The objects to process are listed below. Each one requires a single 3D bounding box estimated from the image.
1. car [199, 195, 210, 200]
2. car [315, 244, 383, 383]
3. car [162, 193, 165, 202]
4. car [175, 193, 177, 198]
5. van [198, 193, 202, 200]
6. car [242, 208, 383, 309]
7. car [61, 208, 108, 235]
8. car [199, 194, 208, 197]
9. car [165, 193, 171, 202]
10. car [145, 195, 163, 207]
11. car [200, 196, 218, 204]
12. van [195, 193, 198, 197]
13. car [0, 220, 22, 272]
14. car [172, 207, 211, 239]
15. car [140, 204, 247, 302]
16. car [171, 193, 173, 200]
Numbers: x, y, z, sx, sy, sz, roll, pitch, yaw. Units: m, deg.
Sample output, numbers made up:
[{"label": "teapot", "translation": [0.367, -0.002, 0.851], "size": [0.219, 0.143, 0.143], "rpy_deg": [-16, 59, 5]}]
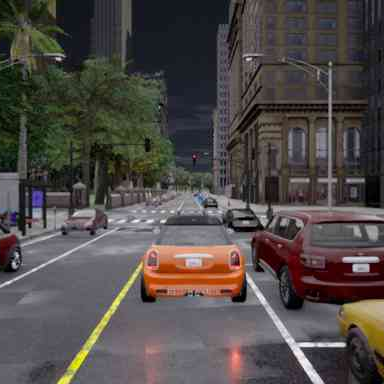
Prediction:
[{"label": "car", "translation": [2.516, 1.533, 50.478], "size": [1.947, 1.339, 4.313], "rpy_deg": [0, 0, 0]}, {"label": "car", "translation": [2.754, 1.525, 2.515], "size": [1.752, 1.417, 4.829], "rpy_deg": [0, 0, 0]}, {"label": "car", "translation": [-6.037, 1.401, 55.875], "size": [1.967, 1.590, 4.097], "rpy_deg": [0, 0, 0]}, {"label": "car", "translation": [-6.225, 1.219, 93.817], "size": [2.192, 1.841, 5.009], "rpy_deg": [0, 0, 0]}, {"label": "van", "translation": [2.461, 1.296, 61.318], "size": [1.690, 1.788, 3.998], "rpy_deg": [0, 0, 0]}, {"label": "car", "translation": [2.727, 1.312, 7.770], "size": [2.192, 1.841, 5.009], "rpy_deg": [0, 0, 0]}, {"label": "car", "translation": [-5.852, 1.574, 18.596], "size": [1.802, 1.307, 4.206], "rpy_deg": [0, 0, 0]}, {"label": "car", "translation": [2.488, 1.486, 56.068], "size": [1.752, 1.417, 4.829], "rpy_deg": [0, 0, 0]}, {"label": "car", "translation": [-6.118, 1.381, 72.136], "size": [1.967, 1.590, 4.097], "rpy_deg": [0, 0, 0]}, {"label": "car", "translation": [-6.010, 1.518, 50.455], "size": [2.008, 1.369, 4.403], "rpy_deg": [0, 0, 0]}, {"label": "car", "translation": [2.543, 1.538, 45.057], "size": [1.947, 1.339, 4.313], "rpy_deg": [0, 0, 0]}, {"label": "van", "translation": [2.354, 1.264, 82.999], "size": [1.690, 1.788, 3.998], "rpy_deg": [0, 0, 0]}, {"label": "car", "translation": [-5.798, 1.438, 7.744], "size": [1.967, 1.590, 4.097], "rpy_deg": [0, 0, 0]}, {"label": "car", "translation": [-0.025, 1.593, 18.212], "size": [1.895, 1.301, 4.718], "rpy_deg": [0, 0, 0]}, {"label": "car", "translation": [0.036, 1.349, 8.393], "size": [2.097, 1.767, 4.553], "rpy_deg": [0, 0, 0]}, {"label": "car", "translation": [-6.145, 1.247, 77.556], "size": [2.192, 1.841, 5.009], "rpy_deg": [0, 0, 0]}]
